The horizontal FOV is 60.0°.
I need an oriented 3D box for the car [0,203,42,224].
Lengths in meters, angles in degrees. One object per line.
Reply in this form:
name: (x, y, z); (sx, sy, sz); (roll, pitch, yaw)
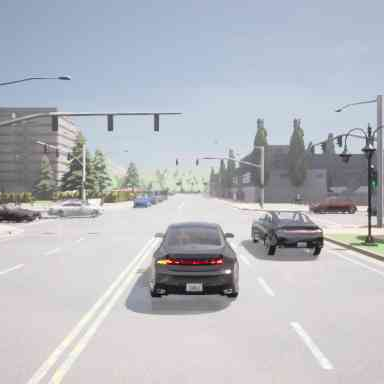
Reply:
car: (-14.001, 1.547, 24.407); (5.357, 1.411, 2.033); (0, 0, 0)

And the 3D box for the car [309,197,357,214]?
car: (14.643, 1.352, 34.743); (4.553, 1.767, 2.097); (0, 0, -1)

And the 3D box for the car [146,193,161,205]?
car: (-7.090, 1.477, 57.624); (1.882, 1.535, 5.008); (0, 0, 0)

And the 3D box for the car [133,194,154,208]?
car: (-7.137, 1.477, 47.898); (1.882, 1.535, 5.008); (0, 0, 1)

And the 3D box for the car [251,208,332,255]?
car: (3.582, 1.491, 13.210); (2.128, 1.511, 4.902); (0, 0, 0)

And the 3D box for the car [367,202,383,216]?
car: (19.083, 1.505, 31.293); (4.892, 1.490, 1.837); (0, 0, -1)

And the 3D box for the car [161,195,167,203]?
car: (-7.009, 1.499, 69.074); (2.128, 1.511, 4.902); (0, 0, 0)

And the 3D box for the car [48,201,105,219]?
car: (-9.970, 1.525, 28.824); (4.674, 1.442, 1.812); (0, 0, -13)

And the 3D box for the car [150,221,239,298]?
car: (0.061, 1.505, 8.530); (1.837, 1.490, 4.892); (0, 0, 0)
